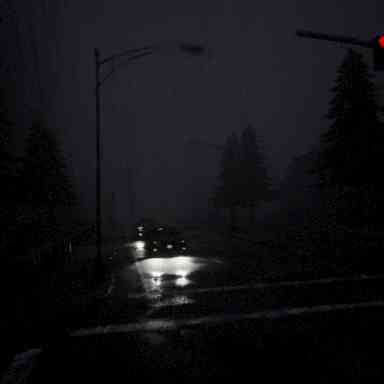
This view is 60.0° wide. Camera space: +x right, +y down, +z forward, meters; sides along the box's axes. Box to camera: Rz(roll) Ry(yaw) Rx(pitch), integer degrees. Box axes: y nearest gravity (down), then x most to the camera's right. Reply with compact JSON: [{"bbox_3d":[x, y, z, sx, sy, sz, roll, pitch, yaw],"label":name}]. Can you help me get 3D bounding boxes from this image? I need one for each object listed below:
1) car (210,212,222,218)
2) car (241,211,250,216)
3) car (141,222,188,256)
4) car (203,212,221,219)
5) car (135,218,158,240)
[{"bbox_3d":[5.761,5.577,80.767,1.970,1.475,3.806,-1,-3,-12],"label":"car"},{"bbox_3d":[15.229,5.985,93.990,1.845,1.501,3.633,-1,-3,-12],"label":"car"},{"bbox_3d":[-1.521,2.607,18.255,1.994,1.385,4.181,-1,-3,-12],"label":"car"},{"bbox_3d":[4.373,5.182,72.901,1.845,1.501,3.633,-1,-3,-12],"label":"car"},{"bbox_3d":[-3.631,2.958,27.842,2.097,1.767,4.553,-1,-3,-12],"label":"car"}]
